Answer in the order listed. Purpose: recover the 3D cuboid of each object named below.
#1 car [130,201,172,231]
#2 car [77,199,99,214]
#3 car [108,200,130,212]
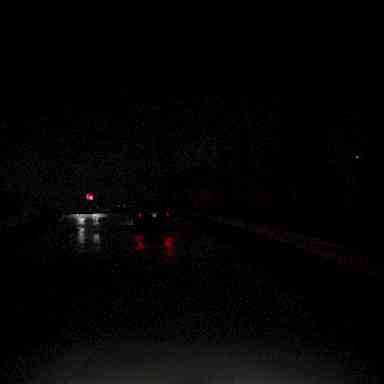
[{"bbox_3d":[-2.616,1.375,21.137,2.097,1.767,4.553,0,0,-12],"label":"car"},{"bbox_3d":[-11.341,1.564,36.148,1.837,1.490,4.892,0,0,-24],"label":"car"},{"bbox_3d":[-8.491,1.600,38.997,2.033,1.411,5.357,0,0,-24],"label":"car"}]
